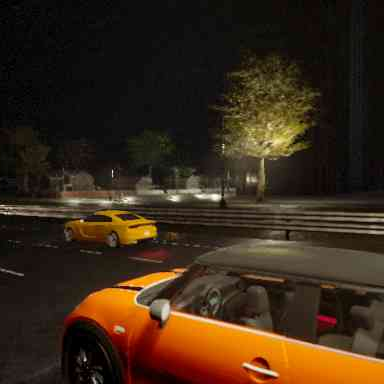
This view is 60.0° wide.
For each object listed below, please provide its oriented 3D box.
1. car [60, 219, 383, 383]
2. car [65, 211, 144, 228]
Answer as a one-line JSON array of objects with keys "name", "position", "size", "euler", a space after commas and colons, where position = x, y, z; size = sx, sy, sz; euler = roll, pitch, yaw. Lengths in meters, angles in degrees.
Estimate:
[{"name": "car", "position": [0.632, 1.366, 3.542], "size": [4.553, 1.767, 2.097], "euler": [-1, 0, 36]}, {"name": "car", "position": [-3.900, 1.628, 15.380], "size": [5.008, 1.535, 1.882], "euler": [-1, -1, 36]}]
